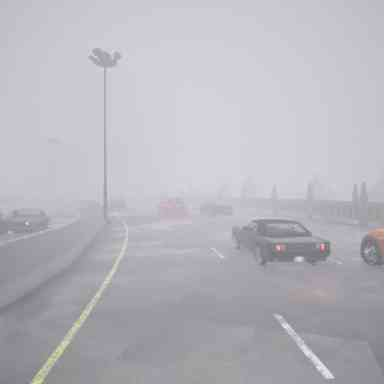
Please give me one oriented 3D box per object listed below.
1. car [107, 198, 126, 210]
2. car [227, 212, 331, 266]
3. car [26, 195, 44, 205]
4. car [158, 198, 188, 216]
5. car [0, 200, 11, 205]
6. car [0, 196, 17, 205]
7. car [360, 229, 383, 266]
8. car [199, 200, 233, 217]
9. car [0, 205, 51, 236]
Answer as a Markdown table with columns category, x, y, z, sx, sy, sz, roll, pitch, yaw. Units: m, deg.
| category | x | y | z | sx | sy | sz | roll | pitch | yaw |
| --- | --- | --- | --- | --- | --- | --- | --- | --- | --- |
| car | -9.768 | 1.490 | 42.434 | 2.128 | 1.511 | 4.902 | 0 | 0 | -25 |
| car | 2.774 | 1.600 | 11.627 | 1.895 | 1.301 | 4.718 | 0 | 0 | -7 |
| car | -26.848 | 1.351 | 56.839 | 2.097 | 1.767 | 4.553 | 0 | 0 | -37 |
| car | -1.954 | 1.350 | 32.300 | 2.097 | 1.767 | 4.553 | 0 | 0 | -17 |
| car | -13.304 | 1.491 | 20.741 | 2.128 | 1.511 | 4.902 | 0 | 0 | -14 |
| car | -31.723 | 1.476 | 57.402 | 1.882 | 1.535 | 5.008 | 0 | 0 | -39 |
| car | 6.522 | 1.352 | 8.731 | 2.097 | 1.767 | 4.553 | 0 | 0 | -5 |
| car | 2.136 | 1.476 | 31.080 | 1.882 | 1.535 | 5.008 | 0 | 0 | -17 |
| car | -9.058 | 1.601 | 17.947 | 1.895 | 1.301 | 4.718 | 0 | 0 | -12 |
